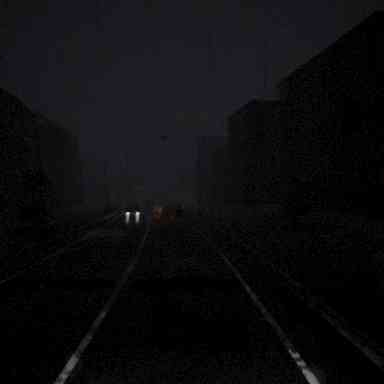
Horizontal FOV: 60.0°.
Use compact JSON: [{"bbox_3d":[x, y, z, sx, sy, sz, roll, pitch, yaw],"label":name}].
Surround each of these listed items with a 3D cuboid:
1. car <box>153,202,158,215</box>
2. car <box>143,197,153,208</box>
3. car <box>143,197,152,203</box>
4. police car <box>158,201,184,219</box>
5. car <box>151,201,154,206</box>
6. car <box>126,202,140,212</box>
[{"bbox_3d":[-3.593,2.067,42.426,1.801,1.575,5.366,0,-2,-9],"label":"car"},{"bbox_3d":[-8.528,2.372,67.236,1.837,1.490,4.892,0,0,-9],"label":"car"},{"bbox_3d":[-10.933,1.996,82.040,1.994,1.385,4.181,0,2,-9],"label":"car"},{"bbox_3d":[-1.981,1.704,32.454,1.930,1.638,5.238,0,-2,-9],"label":"police car"},{"bbox_3d":[-4.522,2.292,48.162,1.812,1.442,4.674,0,-1,-9],"label":"car"},{"bbox_3d":[-9.291,2.392,52.835,1.837,1.490,4.892,0,-1,-9],"label":"car"}]
